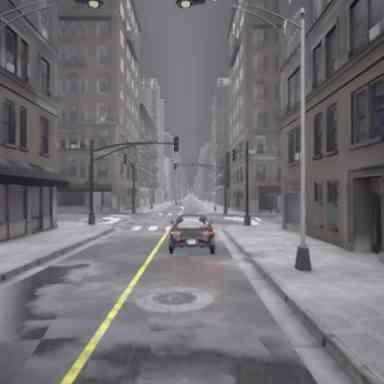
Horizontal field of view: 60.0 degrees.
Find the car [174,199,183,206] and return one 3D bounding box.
[{"bbox_3d":[-3.034,2.345,74.268,1.837,1.490,4.892,0,-1,0],"label":"car"}]

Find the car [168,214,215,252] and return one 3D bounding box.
[{"bbox_3d":[-0.001,1.669,14.390,1.812,1.442,4.674,0,0,0],"label":"car"}]
